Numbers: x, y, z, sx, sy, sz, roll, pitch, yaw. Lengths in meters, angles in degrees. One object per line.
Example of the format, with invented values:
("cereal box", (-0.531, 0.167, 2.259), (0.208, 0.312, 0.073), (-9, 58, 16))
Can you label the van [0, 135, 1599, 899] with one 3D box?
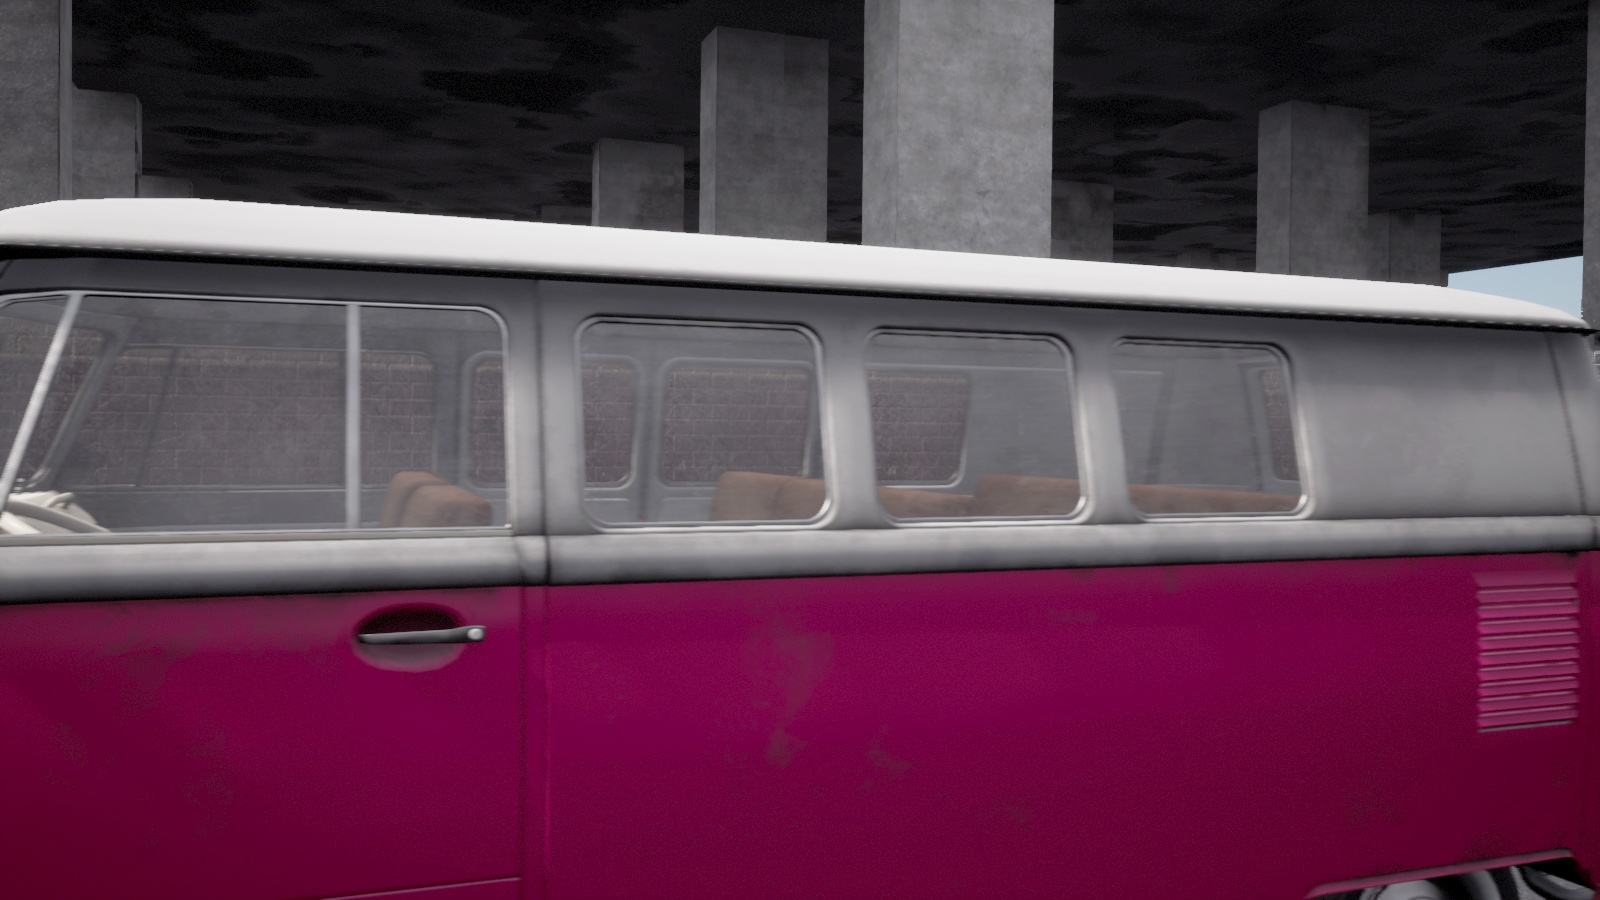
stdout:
("van", (-0.075, 0.499, 3.208), (4.442, 1.987, 1.775), (-1, 1, -21))
